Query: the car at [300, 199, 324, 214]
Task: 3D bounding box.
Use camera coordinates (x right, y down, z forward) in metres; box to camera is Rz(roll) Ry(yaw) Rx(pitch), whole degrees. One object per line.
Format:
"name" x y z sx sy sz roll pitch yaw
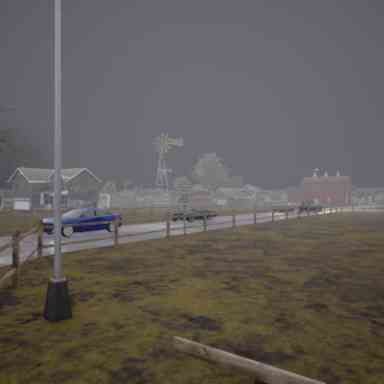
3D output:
"car" 17.461 2.020 48.458 2.150 2.045 5.566 0 -1 35

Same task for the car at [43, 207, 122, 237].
"car" -6.436 1.682 19.729 1.882 1.535 5.008 0 -1 36

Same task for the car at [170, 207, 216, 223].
"car" 0.112 1.953 28.968 1.895 1.301 4.718 0 -1 35

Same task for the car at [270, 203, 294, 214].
"car" 12.721 2.254 46.735 2.033 1.411 5.357 0 -1 36
